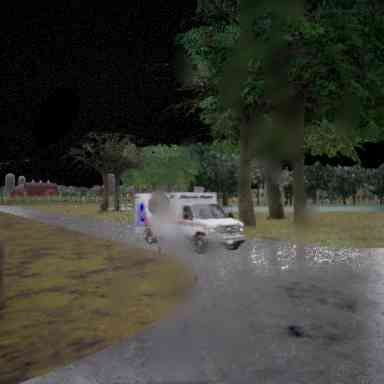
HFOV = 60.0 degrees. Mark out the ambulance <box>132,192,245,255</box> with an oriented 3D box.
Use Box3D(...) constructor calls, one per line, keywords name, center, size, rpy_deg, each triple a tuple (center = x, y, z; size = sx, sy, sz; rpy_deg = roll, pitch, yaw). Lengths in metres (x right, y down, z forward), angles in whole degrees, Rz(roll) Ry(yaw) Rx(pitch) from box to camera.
Box3D(name="ambulance", center=(-0.377, 1.251, 15.239), size=(2.351, 2.431, 6.366), rpy_deg=(1, -2, -35))
